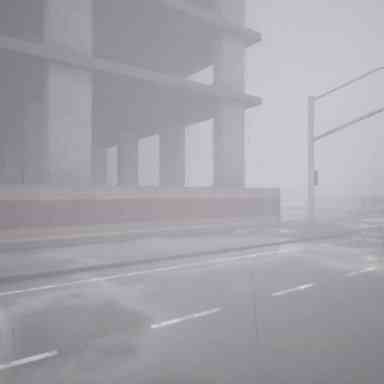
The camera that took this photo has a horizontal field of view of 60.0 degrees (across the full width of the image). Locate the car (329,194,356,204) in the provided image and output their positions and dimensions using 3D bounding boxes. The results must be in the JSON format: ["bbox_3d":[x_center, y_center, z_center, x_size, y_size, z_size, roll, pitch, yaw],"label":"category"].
[{"bbox_3d":[26.457,1.477,58.407,3.806,1.475,1.970,0,0,-35],"label":"car"}]

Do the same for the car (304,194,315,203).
[{"bbox_3d":[23.194,1.235,62.931,4.605,1.855,1.932,0,0,-35],"label":"car"}]

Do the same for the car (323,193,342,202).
[{"bbox_3d":[32.278,1.258,76.165,4.605,1.855,1.932,0,0,-35],"label":"car"}]

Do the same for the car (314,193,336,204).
[{"bbox_3d":[24.785,1.446,60.770,3.905,1.438,1.784,0,0,-35],"label":"car"}]

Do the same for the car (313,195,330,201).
[{"bbox_3d":[30.656,1.468,78.566,3.905,1.438,1.784,0,0,-35],"label":"car"}]
